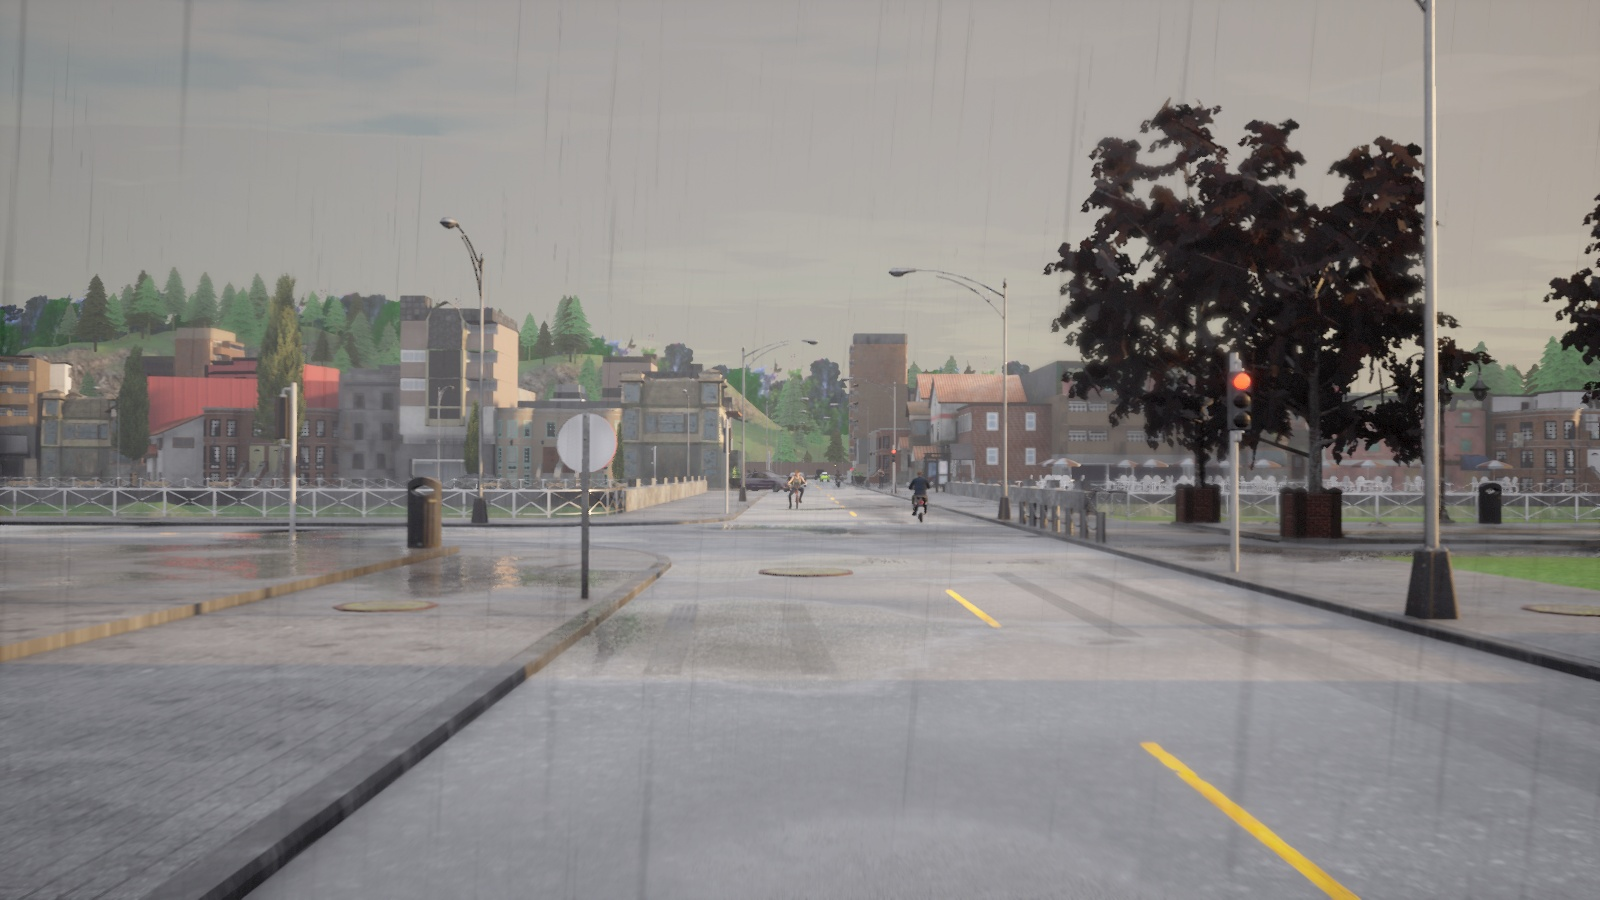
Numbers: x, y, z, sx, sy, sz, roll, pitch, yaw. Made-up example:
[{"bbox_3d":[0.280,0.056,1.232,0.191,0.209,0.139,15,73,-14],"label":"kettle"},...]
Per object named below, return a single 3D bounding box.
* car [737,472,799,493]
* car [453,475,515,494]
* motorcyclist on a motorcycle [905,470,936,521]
[{"bbox_3d":[-2.331,2.377,91.969,4.193,1.474,1.816,-1,-1,31],"label":"car"},{"bbox_3d":[-23.598,2.545,93.900,4.181,1.385,1.994,0,-1,0],"label":"car"},{"bbox_3d":[3.790,1.416,39.629,0.866,1.590,1.817,-1,-1,3],"label":"motorcyclist on a motorcycle"}]
